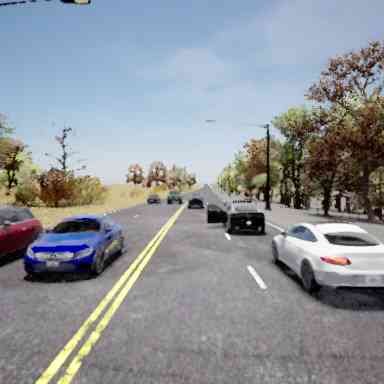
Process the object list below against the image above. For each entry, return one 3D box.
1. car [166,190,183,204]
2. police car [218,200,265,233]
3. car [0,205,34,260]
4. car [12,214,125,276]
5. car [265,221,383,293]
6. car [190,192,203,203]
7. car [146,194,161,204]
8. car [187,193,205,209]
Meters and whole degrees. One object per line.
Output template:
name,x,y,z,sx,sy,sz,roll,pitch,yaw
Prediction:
car,-2.609,0.770,51.108,2.150,2.045,5.566,0,1,2
police car,2.787,1.271,18.736,1.930,1.638,5.238,0,0,1
car,-6.551,1.265,10.480,2.097,1.767,4.553,0,0,0
car,-3.305,1.442,10.245,1.812,1.442,4.674,0,0,0
car,3.382,1.458,8.510,1.812,1.442,4.674,0,0,0
car,0.770,0.876,53.866,2.097,1.767,4.553,0,1,2
car,-5.854,1.051,51.295,1.837,1.490,4.892,0,1,2
car,0.477,1.160,39.945,1.837,1.490,4.892,0,0,2
